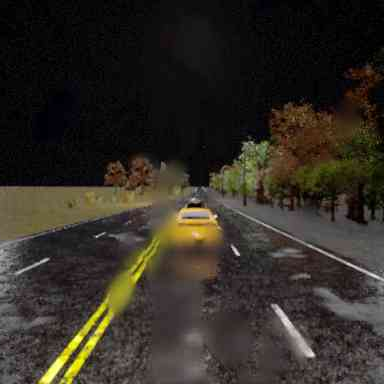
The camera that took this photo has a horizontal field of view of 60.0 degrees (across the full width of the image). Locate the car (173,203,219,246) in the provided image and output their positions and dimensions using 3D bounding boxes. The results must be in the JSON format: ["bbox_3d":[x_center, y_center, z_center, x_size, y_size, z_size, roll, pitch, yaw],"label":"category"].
[{"bbox_3d":[0.165,1.487,15.345,1.882,1.535,5.008,0,0,0],"label":"car"}]

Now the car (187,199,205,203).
[{"bbox_3d":[0.441,1.498,36.880,2.128,1.511,4.902,0,0,1],"label":"car"}]
